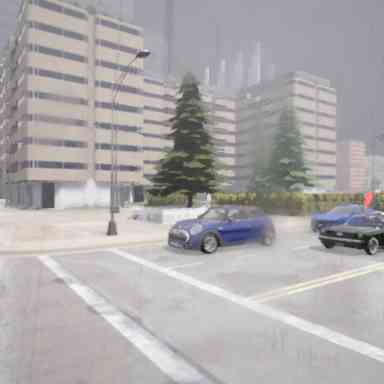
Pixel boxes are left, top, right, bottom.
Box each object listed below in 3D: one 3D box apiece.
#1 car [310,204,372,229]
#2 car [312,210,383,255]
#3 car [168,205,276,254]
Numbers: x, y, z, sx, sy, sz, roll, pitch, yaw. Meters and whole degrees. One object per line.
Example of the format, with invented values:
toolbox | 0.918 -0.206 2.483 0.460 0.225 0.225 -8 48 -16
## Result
car | 8.748 1.474 18.799 5.008 1.535 1.882 0 0 -35
car | 7.161 1.598 13.364 4.718 1.301 1.895 0 0 -35
car | 1.268 1.350 13.555 4.553 1.767 2.097 0 0 -34
